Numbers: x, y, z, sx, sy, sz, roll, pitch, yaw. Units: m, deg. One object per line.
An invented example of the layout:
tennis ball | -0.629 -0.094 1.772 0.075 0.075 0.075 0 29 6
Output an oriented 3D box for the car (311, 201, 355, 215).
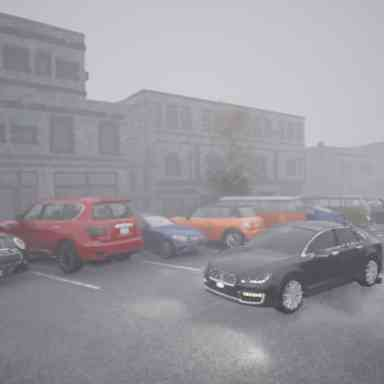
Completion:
car | 5.522 1.402 17.518 5.008 1.535 2.097 -1 0 35

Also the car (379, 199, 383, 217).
car | 12.661 1.243 22.654 4.553 1.767 2.185 -1 -1 35

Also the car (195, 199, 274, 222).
car | 0.763 1.305 14.099 4.553 1.767 2.185 -1 0 35

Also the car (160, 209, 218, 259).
car | -1.646 1.489 12.419 4.674 1.452 2.002 -1 -1 35

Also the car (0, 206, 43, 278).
car | -6.447 1.361 9.037 4.553 1.767 2.185 -1 -1 35

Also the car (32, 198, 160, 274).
car | -4.064 1.217 10.728 5.566 2.045 2.435 -1 0 35

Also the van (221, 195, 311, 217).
van | 3.029 1.193 15.885 4.442 1.987 1.878 -1 0 35

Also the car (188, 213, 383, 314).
car | 2.503 1.464 7.613 4.892 1.490 1.837 0 0 -35

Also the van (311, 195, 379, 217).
van | 8.003 1.162 19.167 4.442 1.987 1.878 -1 -1 35
